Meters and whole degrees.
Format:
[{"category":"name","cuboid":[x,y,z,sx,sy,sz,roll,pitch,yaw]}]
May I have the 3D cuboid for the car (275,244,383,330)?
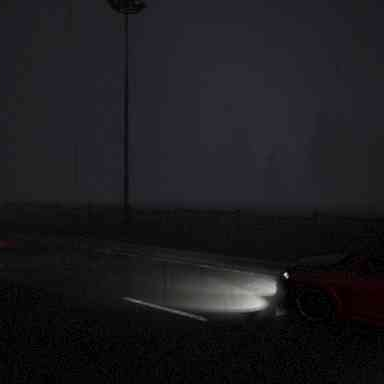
[{"category":"car","cuboid":[3.619,1.564,5.710,4.181,1.385,1.994,0,0,35]}]
